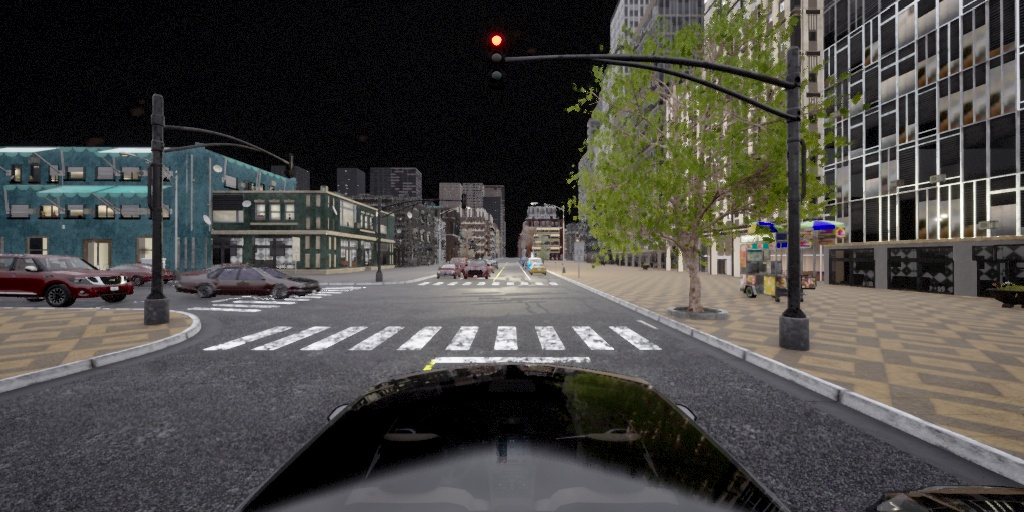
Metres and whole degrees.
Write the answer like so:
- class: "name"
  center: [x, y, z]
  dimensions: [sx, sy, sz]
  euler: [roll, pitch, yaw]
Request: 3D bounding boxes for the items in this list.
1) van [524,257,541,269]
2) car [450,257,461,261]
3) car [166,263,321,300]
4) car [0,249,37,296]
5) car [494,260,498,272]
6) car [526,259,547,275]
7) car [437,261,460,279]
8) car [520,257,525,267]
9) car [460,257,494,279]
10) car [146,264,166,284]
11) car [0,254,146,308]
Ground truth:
- class: "van"
  center: [2.732, 1.094, 43.621]
  dimensions: [1.690, 1.789, 3.998]
  euler: [0, 0, 0]
- class: "car"
  center: [-5.654, 1.067, 38.075]
  dimensions: [2.192, 1.841, 5.009]
  euler: [0, 0, 0]
- class: "car"
  center: [-11.664, 1.176, 16.107]
  dimensions: [5.357, 1.411, 2.033]
  euler: [1, 0, -5]
- class: "car"
  center: [-24.990, 0.671, 15.635]
  dimensions: [5.566, 2.045, 2.150]
  euler: [1, 0, -1]
- class: "car"
  center: [-3.060, 1.317, 42.134]
  dimensions: [1.994, 1.385, 4.181]
  euler: [0, 0, 0]
- class: "car"
  center: [2.727, 1.278, 38.239]
  dimensions: [1.751, 1.417, 4.829]
  euler: [0, 0, 0]
- class: "car"
  center: [-5.659, 1.334, 32.524]
  dimensions: [1.802, 1.307, 4.207]
  euler: [0, 0, 0]
- class: "car"
  center: [2.742, 1.305, 54.723]
  dimensions: [2.007, 1.370, 4.403]
  euler: [0, 0, 0]
- class: "car"
  center: [-3.069, 1.104, 32.220]
  dimensions: [2.097, 1.767, 4.553]
  euler: [0, 0, 0]
- class: "car"
  center: [-22.801, 1.090, 21.454]
  dimensions: [4.207, 1.307, 1.802]
  euler: [0, 0, -1]
- class: "car"
  center: [-17.147, 0.850, 13.147]
  dimensions: [5.009, 1.841, 2.192]
  euler: [0, 0, -1]
